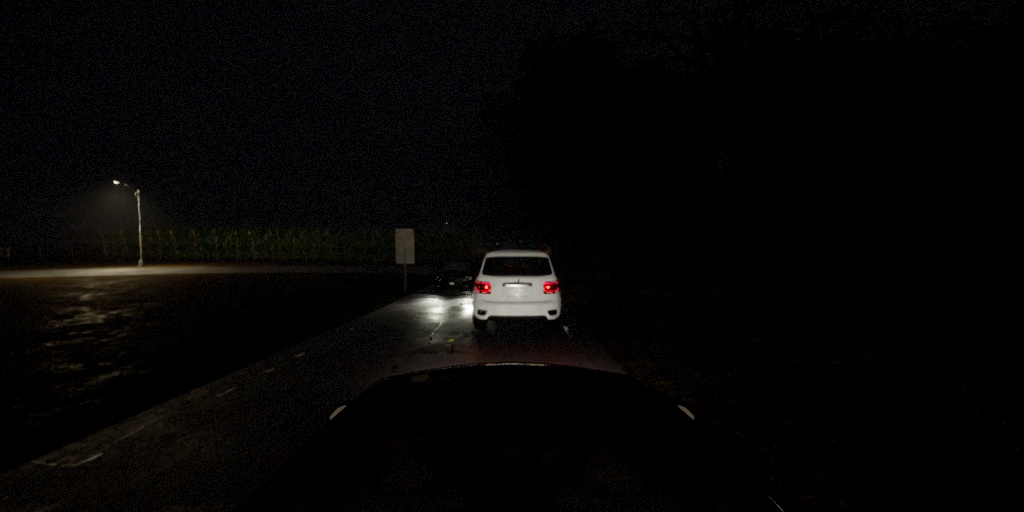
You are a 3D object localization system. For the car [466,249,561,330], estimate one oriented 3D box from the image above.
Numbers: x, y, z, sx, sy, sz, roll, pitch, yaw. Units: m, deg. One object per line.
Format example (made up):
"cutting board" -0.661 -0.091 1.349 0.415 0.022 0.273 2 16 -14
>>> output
"car" 0.120 0.821 10.689 2.150 2.045 5.566 0 1 0

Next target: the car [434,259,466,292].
"car" -2.713 0.929 18.659 1.882 1.535 5.008 0 1 0
